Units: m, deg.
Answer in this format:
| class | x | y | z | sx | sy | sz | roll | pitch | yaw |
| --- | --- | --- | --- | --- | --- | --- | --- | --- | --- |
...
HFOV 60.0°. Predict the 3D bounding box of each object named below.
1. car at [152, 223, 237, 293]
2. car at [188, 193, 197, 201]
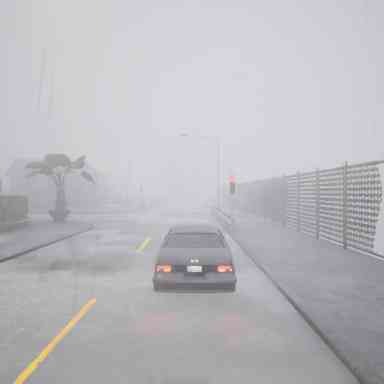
| class | x | y | z | sx | sy | sz | roll | pitch | yaw |
| --- | --- | --- | --- | --- | --- | --- | --- | --- | --- |
| car | 0.072 | 1.547 | 8.996 | 2.033 | 1.411 | 5.357 | 0 | 0 | 1 |
| car | 0.082 | 1.225 | 87.099 | 2.150 | 2.045 | 5.566 | 0 | 0 | 0 |
